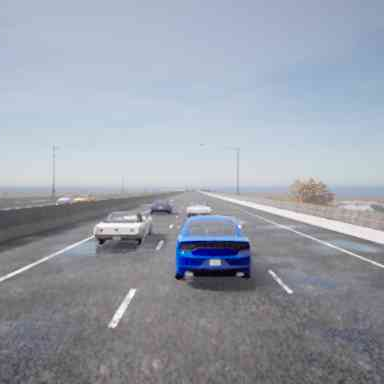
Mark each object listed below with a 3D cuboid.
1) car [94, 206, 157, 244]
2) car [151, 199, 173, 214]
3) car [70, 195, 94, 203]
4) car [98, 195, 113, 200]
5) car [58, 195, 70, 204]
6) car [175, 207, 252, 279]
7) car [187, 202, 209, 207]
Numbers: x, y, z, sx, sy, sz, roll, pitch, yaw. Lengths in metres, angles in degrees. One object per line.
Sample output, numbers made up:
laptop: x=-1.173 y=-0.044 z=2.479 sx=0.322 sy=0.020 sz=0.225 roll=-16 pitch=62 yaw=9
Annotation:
car: x=-2.965 y=1.535 z=15.402 sx=1.895 sy=1.301 sz=4.718 roll=0 pitch=0 yaw=0
car: x=-2.947 y=1.421 z=33.105 sx=1.994 sy=1.385 sz=4.181 roll=0 pitch=0 yaw=0
car: x=-17.085 y=1.241 z=52.755 sx=1.882 sy=1.535 sz=5.008 roll=0 pitch=0 yaw=1
car: x=-13.584 y=1.268 z=52.796 sx=1.837 sy=1.490 sz=4.892 roll=0 pitch=0 yaw=1
car: x=-20.564 y=1.278 z=55.028 sx=1.812 sy=1.442 sz=4.674 roll=0 pitch=0 yaw=1
car: x=0.529 y=1.436 z=9.988 sx=1.882 sy=1.535 sz=5.008 roll=0 pitch=0 yaw=0
car: x=0.548 y=1.480 z=28.393 sx=1.895 sy=1.301 sz=4.718 roll=0 pitch=0 yaw=0
